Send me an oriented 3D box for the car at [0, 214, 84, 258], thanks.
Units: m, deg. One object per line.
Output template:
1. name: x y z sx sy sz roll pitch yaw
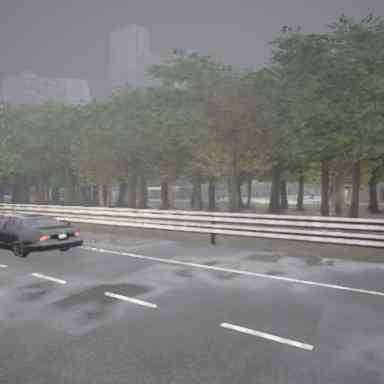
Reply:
1. car: -6.450 1.554 12.781 5.357 1.411 2.033 0 0 36
